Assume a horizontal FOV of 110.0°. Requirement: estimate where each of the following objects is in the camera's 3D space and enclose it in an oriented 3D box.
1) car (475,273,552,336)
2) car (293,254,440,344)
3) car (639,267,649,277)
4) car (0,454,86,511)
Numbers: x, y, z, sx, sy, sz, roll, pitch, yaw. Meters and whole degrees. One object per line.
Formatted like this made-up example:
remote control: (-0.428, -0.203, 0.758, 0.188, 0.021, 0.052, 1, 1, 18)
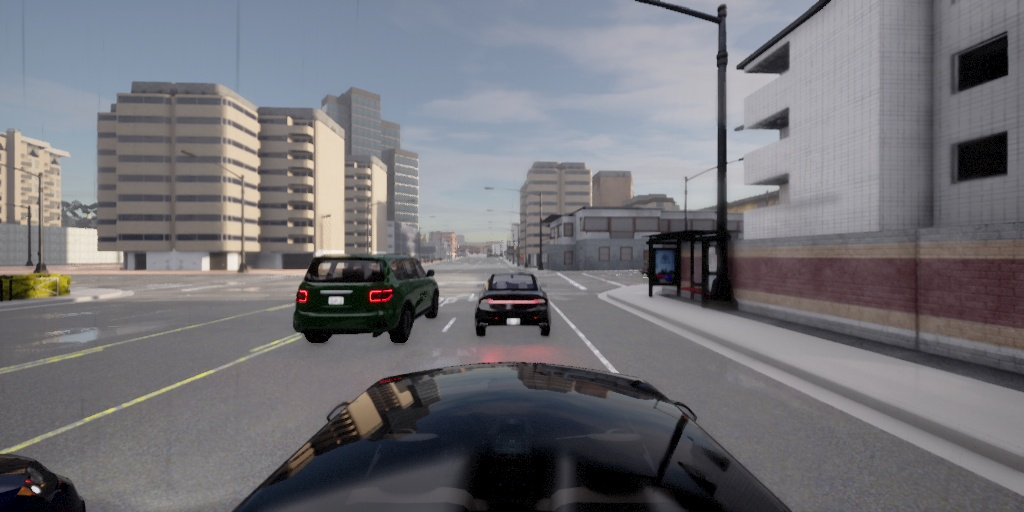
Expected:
car: (0.010, 1.229, 10.337, 2.128, 1.511, 4.902, 0, 0, -1)
car: (-3.464, 0.960, 9.681, 2.150, 2.045, 5.566, 0, 0, -1)
car: (12.441, 1.083, 27.694, 4.718, 1.301, 1.895, -1, 0, -2)
car: (-3.456, 1.316, 0.273, 1.994, 1.385, 4.181, 0, 0, 1)
